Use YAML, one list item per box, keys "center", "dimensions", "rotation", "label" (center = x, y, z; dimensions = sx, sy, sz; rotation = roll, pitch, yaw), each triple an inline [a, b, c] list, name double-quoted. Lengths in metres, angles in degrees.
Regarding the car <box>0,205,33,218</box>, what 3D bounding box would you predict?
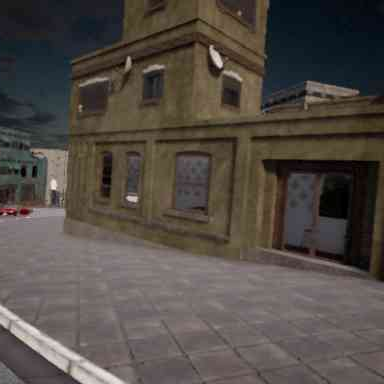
- center: [-19.960, 2.155, 37.812]
  dimensions: [1.895, 1.301, 4.718]
  rotation: [4, -2, -2]
  label: "car"
